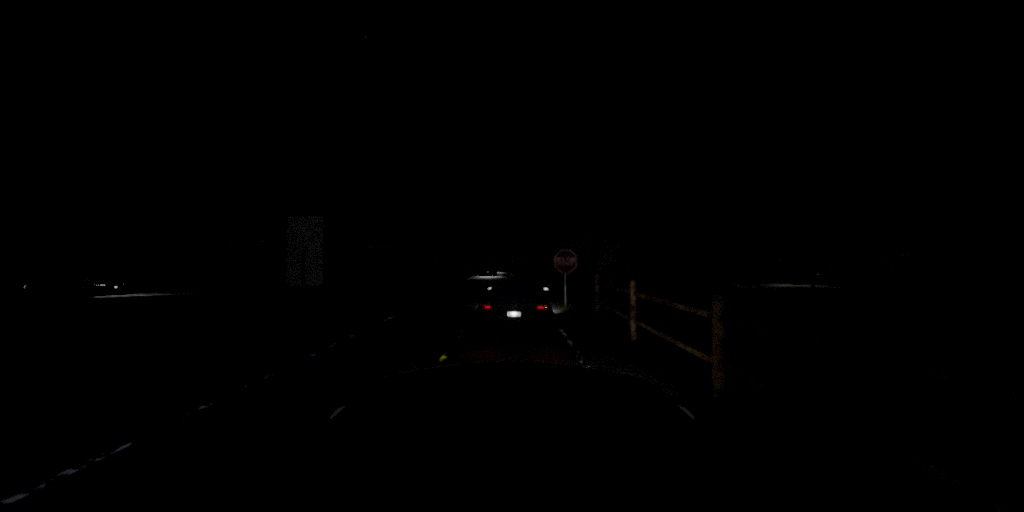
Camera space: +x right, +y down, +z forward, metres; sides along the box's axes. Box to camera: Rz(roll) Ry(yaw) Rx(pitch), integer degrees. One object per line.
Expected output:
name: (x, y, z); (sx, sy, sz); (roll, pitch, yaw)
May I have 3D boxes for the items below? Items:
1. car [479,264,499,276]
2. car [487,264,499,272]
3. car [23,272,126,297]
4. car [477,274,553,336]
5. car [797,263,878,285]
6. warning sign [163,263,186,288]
car: (-2.880, 1.741, 44.312); (1.994, 1.385, 4.181); (0, -1, 0)
car: (-3.132, 1.943, 59.784); (1.895, 1.301, 4.718); (0, -1, -2)
car: (-26.934, 1.710, 22.160); (4.892, 1.490, 1.837); (-1, -2, -1)
car: (0.163, 1.399, 10.698); (1.994, 1.385, 4.181); (0, -1, 3)
car: (23.217, 1.240, 25.641); (5.008, 1.535, 1.882); (-1, -2, -1)
warning sign: (-25.793, 1.473, 27.453); (1.060, 1.860, 1.300); (0, 0, -1)
